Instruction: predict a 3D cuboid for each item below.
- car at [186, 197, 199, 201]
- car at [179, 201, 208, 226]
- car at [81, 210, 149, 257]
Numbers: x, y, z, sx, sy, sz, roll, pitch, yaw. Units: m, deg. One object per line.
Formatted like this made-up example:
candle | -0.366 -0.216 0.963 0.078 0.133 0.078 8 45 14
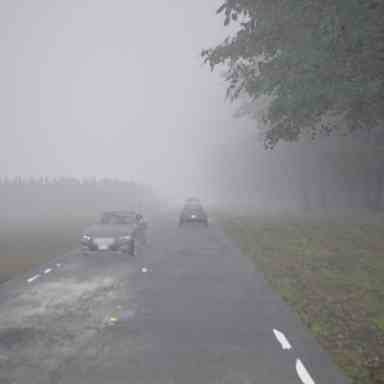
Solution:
car | 0.094 1.434 39.924 2.097 1.767 4.553 0 0 0
car | 0.095 1.594 23.944 1.994 1.385 4.181 0 0 0
car | -2.850 1.500 13.121 2.128 1.511 4.902 0 0 0
